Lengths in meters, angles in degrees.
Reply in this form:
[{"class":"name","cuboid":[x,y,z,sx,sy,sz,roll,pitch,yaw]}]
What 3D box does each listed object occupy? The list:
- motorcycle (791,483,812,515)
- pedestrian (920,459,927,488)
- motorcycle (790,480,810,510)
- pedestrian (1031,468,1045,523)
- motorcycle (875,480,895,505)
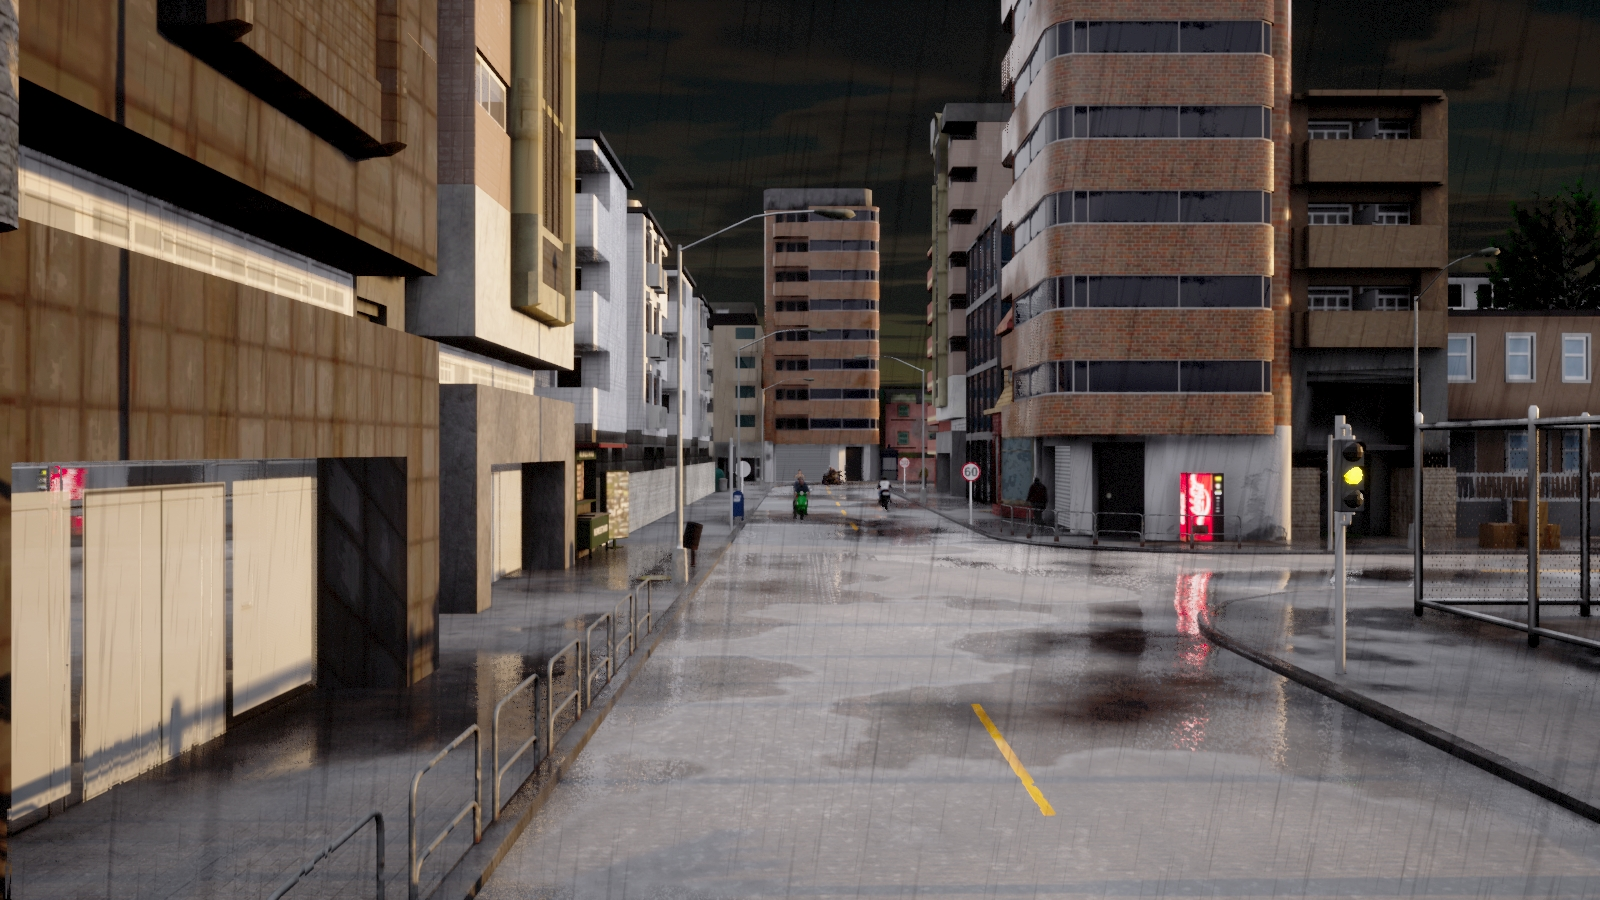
[{"class":"motorcycle","cuboid":[0.063,1.970,46.521,0.856,1.236,1.805,0,0,0]},{"class":"pedestrian","cuboid":[8.104,1.536,75.004,0.375,1.860,0.375,0,0,-2]},{"class":"motorcycle","cuboid":[0.019,1.970,50.389,0.856,1.236,1.805,0,0,0]},{"class":"pedestrian","cuboid":[8.000,1.522,38.369,0.375,1.860,0.375,0,0,-6]},{"class":"motorcycle","cuboid":[4.026,2.002,54.150,0.803,1.145,2.033,0,0,0]}]
